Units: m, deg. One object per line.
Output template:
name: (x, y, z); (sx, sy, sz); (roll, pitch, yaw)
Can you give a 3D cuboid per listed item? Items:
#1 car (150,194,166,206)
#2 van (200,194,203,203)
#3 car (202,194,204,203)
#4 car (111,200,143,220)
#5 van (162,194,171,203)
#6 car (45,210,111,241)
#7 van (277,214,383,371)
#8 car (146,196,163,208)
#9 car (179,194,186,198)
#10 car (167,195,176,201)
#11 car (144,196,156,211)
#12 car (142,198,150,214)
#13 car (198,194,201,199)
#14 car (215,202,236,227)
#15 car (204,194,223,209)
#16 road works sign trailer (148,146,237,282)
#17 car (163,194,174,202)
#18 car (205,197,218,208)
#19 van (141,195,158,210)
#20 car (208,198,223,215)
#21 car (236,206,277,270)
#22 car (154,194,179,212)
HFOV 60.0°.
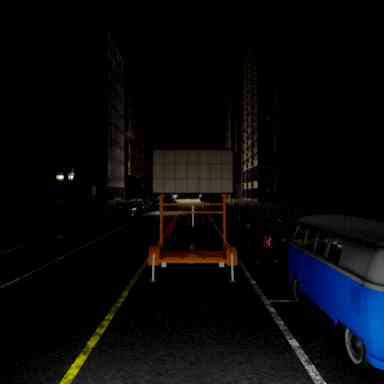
car: (-5.609, 1.342, 55.892); (2.192, 1.841, 5.009); (0, 0, 0)
van: (2.931, 1.373, 61.489); (1.690, 1.788, 3.998); (0, 0, 0)
car: (2.885, 1.333, 44.662); (2.192, 1.841, 5.009); (0, 0, 0)
car: (-5.686, 1.557, 27.845); (2.008, 1.369, 4.403); (0, 0, 0)
van: (-5.563, 1.382, 72.721); (1.690, 1.788, 3.998); (0, 0, 0)
car: (-5.717, 1.568, 16.626); (1.947, 1.339, 4.313); (0, 0, 0)
van: (2.778, 1.341, 5.398); (1.690, 1.788, 3.998); (0, 0, 0)
car: (-5.625, 1.462, 50.282); (1.967, 1.590, 4.097); (0, 0, 0)
car: (-2.755, 1.097, 89.718); (2.150, 2.045, 5.566); (0, 0, 0)
car: (-5.517, 1.608, 89.548); (2.008, 1.369, 4.403); (0, 0, 0)
car: (-5.656, 1.539, 38.894); (1.752, 1.417, 4.829); (0, 0, 0)
car: (-5.671, 1.592, 33.454); (1.802, 1.307, 4.206); (0, 0, 0)
car: (2.962, 1.356, 72.707); (2.192, 1.841, 5.009); (0, 0, 0)
car: (2.824, 1.570, 22.225); (1.947, 1.339, 4.313); (0, 0, 0)
car: (2.870, 1.329, 39.053); (2.192, 1.841, 5.009); (0, 0, 0)
road works sign trailer: (0.026, 0.465, 9.739); (2.380, 3.560, 2.880); (0, 0, 0)
car: (-5.548, 1.361, 78.330); (2.192, 1.841, 5.009); (0, 0, 0)
car: (2.901, 1.548, 50.441); (1.752, 1.417, 4.829); (0, 0, 0)
van: (-5.640, 1.359, 44.673); (1.690, 1.788, 3.998); (0, 0, 0)
car: (2.854, 1.592, 33.444); (1.802, 1.307, 4.206); (0, 0, 0)
car: (2.793, 1.441, 11.007); (1.967, 1.590, 4.097); (0, 0, 0)
car: (-2.991, 1.366, 39.526); (2.097, 1.767, 4.553); (0, 0, 0)
